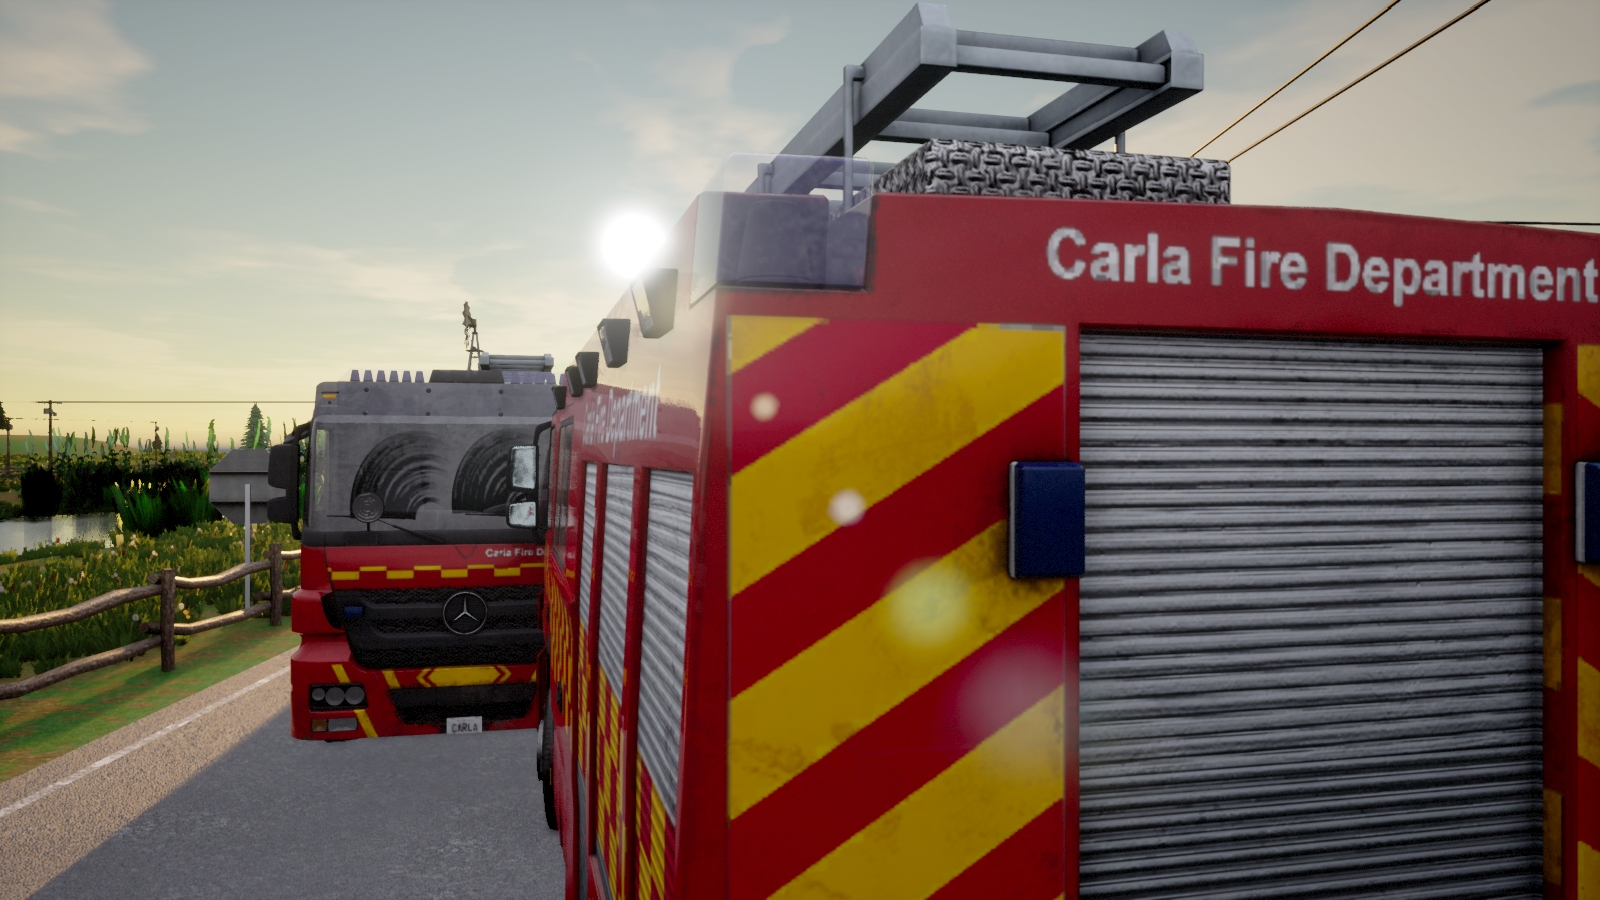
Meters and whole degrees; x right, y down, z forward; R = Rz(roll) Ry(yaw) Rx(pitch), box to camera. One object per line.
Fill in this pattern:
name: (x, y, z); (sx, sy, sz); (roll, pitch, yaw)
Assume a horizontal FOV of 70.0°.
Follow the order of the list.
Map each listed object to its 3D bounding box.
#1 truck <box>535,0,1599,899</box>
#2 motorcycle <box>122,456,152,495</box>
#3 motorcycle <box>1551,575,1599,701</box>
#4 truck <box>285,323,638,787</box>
truck: (0.003, 0.867, 6.873); (2.891, 3.827, 8.468); (0, 0, -15)
motorcycle: (-41.315, 1.577, 71.202); (0.803, 2.348, 2.033); (0, 0, -4)
motorcycle: (9.790, 2.142, 13.135); (1.805, 1.316, 0.856); (0, 0, -7)
truck: (-3.907, 0.862, 13.889); (2.891, 3.827, 8.468); (0, 0, -15)
